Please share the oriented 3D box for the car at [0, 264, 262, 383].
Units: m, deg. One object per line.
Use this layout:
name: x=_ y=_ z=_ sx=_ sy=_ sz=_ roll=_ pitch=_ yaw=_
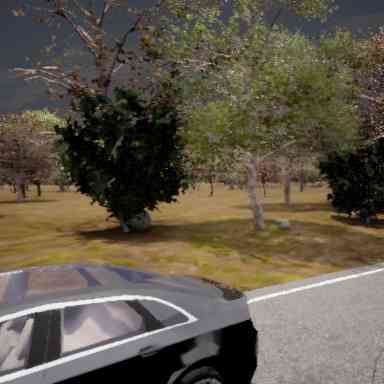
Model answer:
car: x=-1.583 y=1.481 z=2.729 sx=4.902 sy=1.511 sz=2.128 roll=0 pitch=0 yaw=-35
